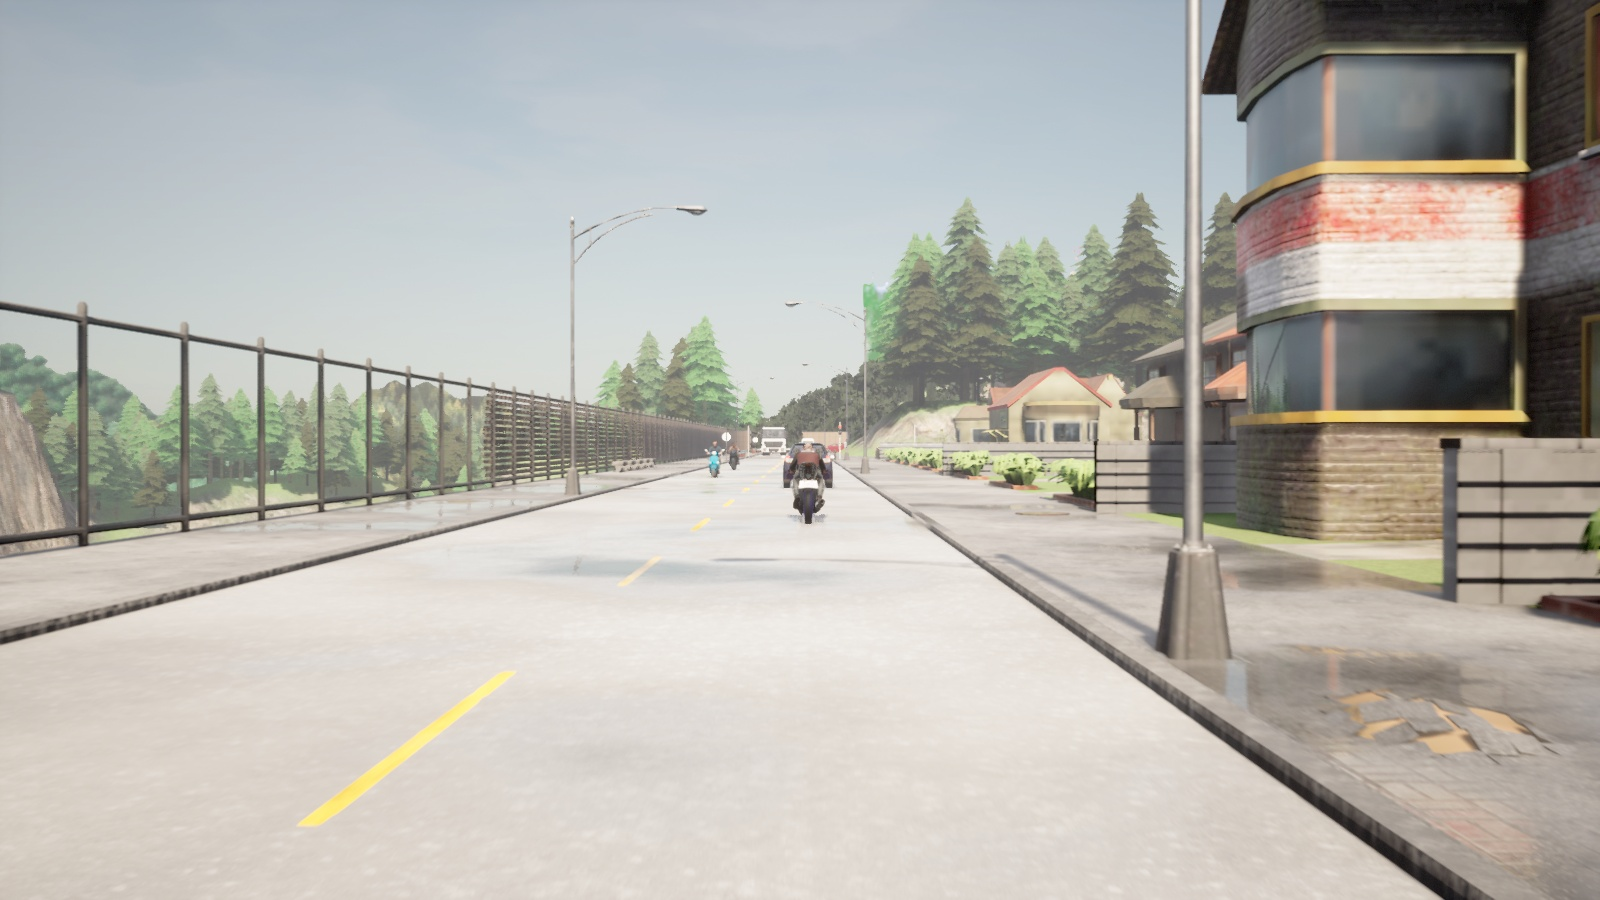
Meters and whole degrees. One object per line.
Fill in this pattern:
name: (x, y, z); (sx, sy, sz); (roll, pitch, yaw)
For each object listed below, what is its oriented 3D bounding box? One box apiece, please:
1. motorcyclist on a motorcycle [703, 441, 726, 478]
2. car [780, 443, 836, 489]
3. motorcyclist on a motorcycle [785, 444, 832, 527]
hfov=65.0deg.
motorcyclist on a motorcycle: (-3.665, 0.393, 53.863); (0.866, 1.590, 1.817); (0, 0, 0)
car: (0.268, 0.519, 42.846); (1.845, 1.501, 3.633); (0, 0, 0)
motorcyclist on a motorcycle: (0.157, 0.646, 24.077); (0.866, 1.530, 2.191); (0, 0, 0)
